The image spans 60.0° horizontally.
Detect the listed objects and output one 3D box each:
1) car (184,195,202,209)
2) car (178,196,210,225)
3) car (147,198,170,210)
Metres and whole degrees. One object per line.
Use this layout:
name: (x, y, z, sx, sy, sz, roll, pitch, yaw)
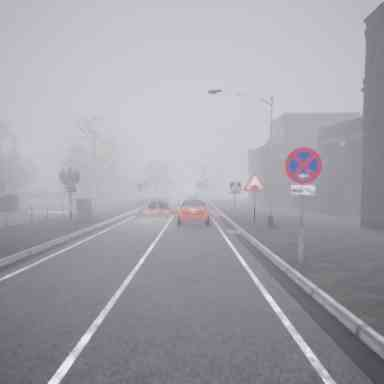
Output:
car: (0.100, 1.183, 40.308, 2.033, 1.411, 5.357, 0, 1, 0)
car: (0.099, 1.232, 23.398, 2.097, 1.767, 4.553, 0, 1, 0)
car: (-3.308, 1.210, 33.565, 1.895, 1.301, 4.718, 0, -5, 0)
